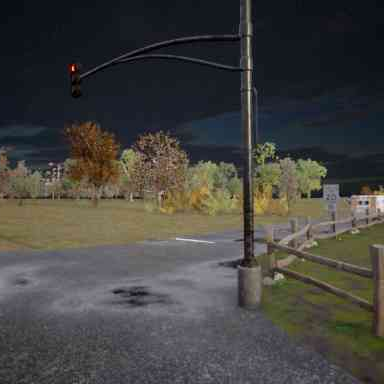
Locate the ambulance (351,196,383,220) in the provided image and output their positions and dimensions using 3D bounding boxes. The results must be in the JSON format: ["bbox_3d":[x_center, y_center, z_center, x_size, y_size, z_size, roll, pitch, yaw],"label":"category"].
[{"bbox_3d":[18.981,1.641,35.354,2.351,2.431,6.366,-2,-2,40],"label":"ambulance"}]
